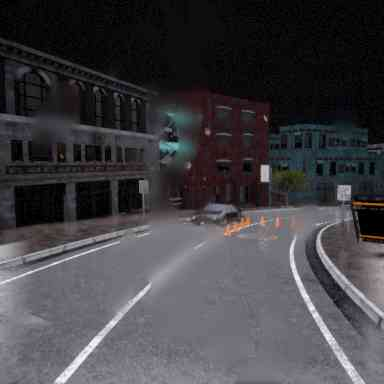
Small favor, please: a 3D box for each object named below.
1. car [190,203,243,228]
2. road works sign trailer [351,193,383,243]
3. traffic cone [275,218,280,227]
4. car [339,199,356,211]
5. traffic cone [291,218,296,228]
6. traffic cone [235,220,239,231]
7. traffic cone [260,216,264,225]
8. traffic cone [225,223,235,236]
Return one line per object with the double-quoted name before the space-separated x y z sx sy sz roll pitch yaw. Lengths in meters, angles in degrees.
"car" 1.803 1.436 21.773 2.033 1.411 5.357 2 1 26
"road works sign trailer" 7.117 1.155 10.557 3.560 2.380 2.880 2 45 37
"traffic cone" 5.676 1.971 22.018 0.340 0.580 0.340 2 1 18
"car" 20.858 1.724 42.583 4.902 1.511 2.128 2 3 -32
"traffic cone" 6.622 2.010 21.698 0.340 0.580 0.340 2 1 19
"traffic cone" 2.496 1.903 18.887 0.340 0.580 0.340 2 1 19
"traffic cone" 4.736 1.933 22.340 0.340 0.580 0.340 2 1 19
"traffic cone" 1.846 1.905 16.996 0.340 0.580 0.340 2 0 19
